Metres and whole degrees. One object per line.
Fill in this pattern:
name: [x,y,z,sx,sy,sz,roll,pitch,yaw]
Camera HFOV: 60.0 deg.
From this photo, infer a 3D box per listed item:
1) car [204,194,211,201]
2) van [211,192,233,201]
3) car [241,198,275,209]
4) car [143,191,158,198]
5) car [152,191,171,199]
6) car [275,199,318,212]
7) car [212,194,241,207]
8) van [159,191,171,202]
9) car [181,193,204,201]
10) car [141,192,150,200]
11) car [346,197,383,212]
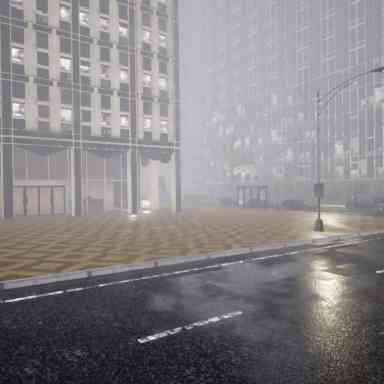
car: [2.521,1.043,64.089,1.802,1.307,4.206,0,1,-34]
van: [5.738,0.855,59.401,1.690,1.788,3.998,0,1,-34]
car: [8.392,1.388,40.545,1.802,1.307,4.206,0,1,-34]
car: [-10.351,0.686,82.826,1.967,1.590,4.097,0,1,-34]
car: [-7.133,0.615,78.140,2.192,1.841,5.009,0,1,-34]
car: [11.596,1.423,35.848,1.947,1.339,4.313,0,1,-34]
car: [5.222,1.319,45.262,1.947,1.339,4.313,0,1,-34]
van: [-4.387,0.937,59.343,1.690,1.788,3.998,0,1,-34]
car: [-0.345,0.995,63.672,1.837,1.490,4.892,-1,1,-34]
car: [-10.823,1.039,68.715,2.008,1.369,4.403,0,1,-34]
car: [18.979,1.294,35.540,2.128,1.511,4.902,-1,1,-34]
